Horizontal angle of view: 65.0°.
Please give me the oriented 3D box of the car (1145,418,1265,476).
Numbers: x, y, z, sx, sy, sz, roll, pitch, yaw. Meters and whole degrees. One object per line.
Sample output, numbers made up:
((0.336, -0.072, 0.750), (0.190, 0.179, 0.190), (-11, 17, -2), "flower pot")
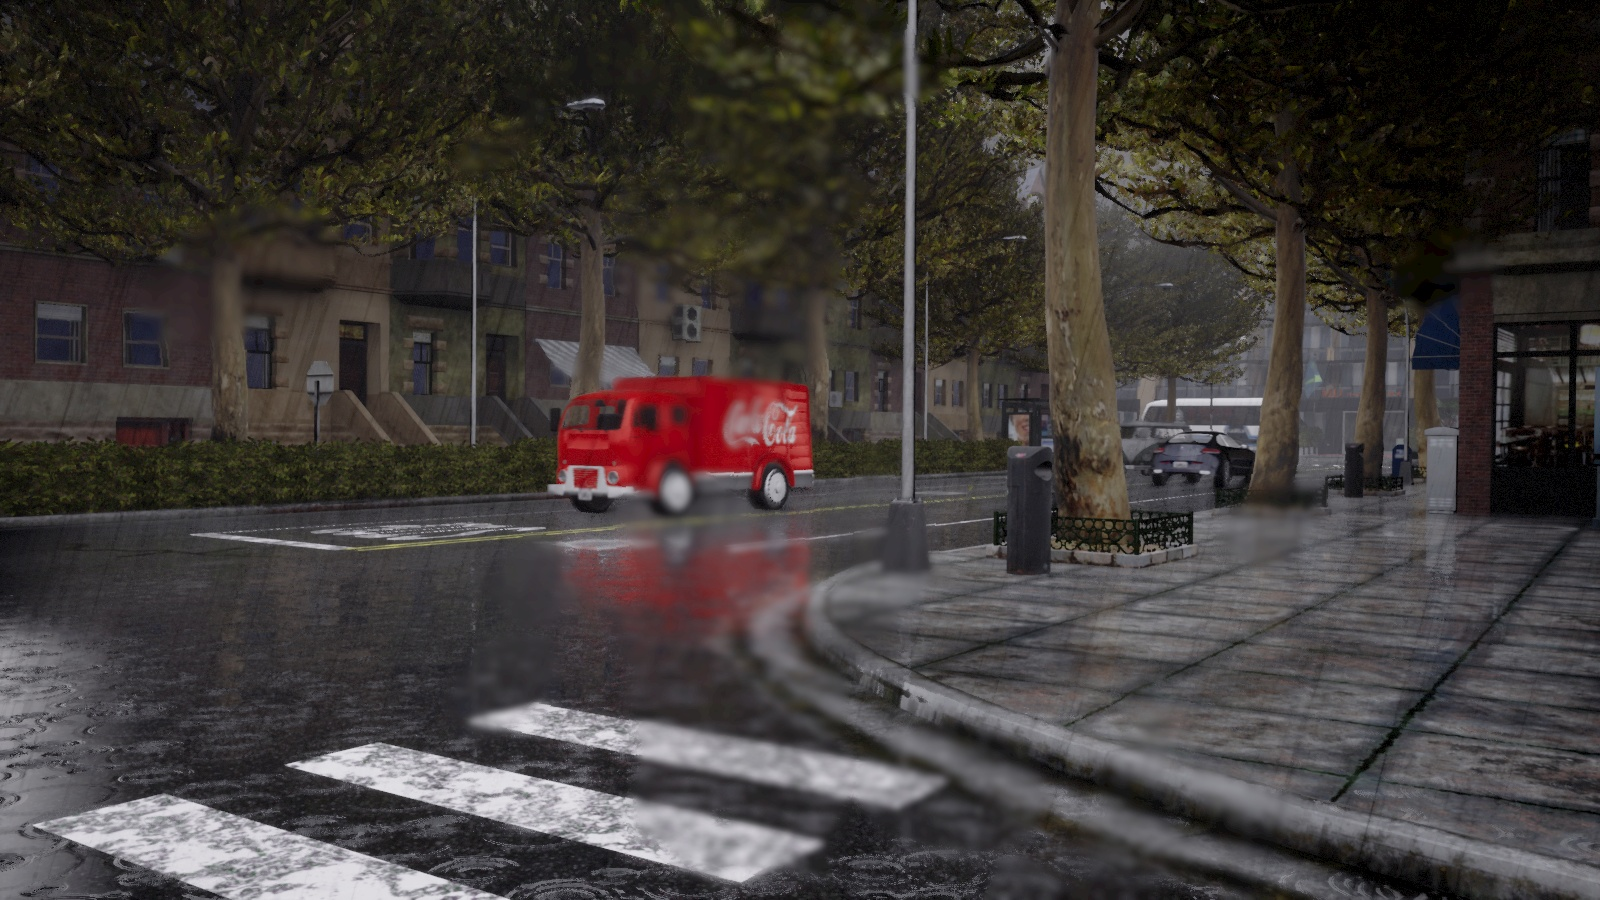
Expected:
((12.424, -0.125, 38.297), (2.152, 1.651, 5.027), (0, 1, 34), "car")

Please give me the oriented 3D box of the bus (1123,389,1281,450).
((29.241, -2.161, 91.609), (10.273, 4.253, 3.944), (0, 1, 34), "bus")

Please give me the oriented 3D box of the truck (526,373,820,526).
((-2.177, -0.054, 23.198), (2.627, 2.467, 5.204), (0, 1, 34), "truck")

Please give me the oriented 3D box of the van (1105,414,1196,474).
((12.499, -0.238, 44.594), (1.775, 1.987, 4.442), (0, 1, 34), "van")
